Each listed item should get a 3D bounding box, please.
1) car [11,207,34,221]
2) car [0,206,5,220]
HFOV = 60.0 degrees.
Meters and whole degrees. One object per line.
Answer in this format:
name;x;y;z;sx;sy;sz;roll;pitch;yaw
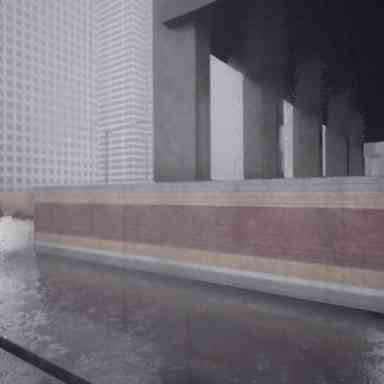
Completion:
car;-12.930;1.733;29.515;2.033;1.411;5.357;0;0;36
car;-18.394;1.561;27.919;2.097;1.767;4.553;0;0;36
